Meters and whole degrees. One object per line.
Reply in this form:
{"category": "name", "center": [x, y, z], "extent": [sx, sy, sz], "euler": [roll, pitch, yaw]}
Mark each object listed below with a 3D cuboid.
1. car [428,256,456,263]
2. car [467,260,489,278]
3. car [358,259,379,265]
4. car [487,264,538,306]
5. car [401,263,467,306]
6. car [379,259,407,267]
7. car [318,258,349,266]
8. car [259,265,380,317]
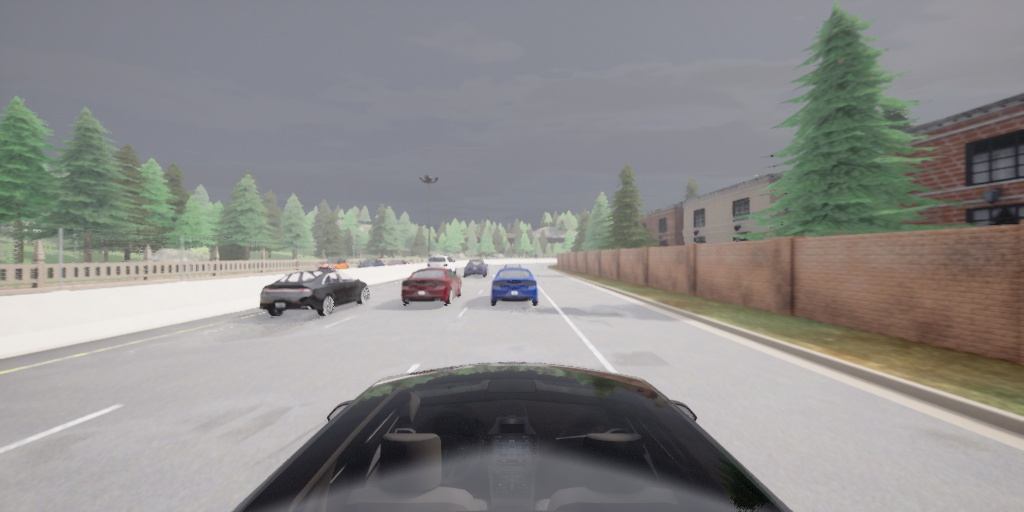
{"category": "car", "center": [-6.906, 1.015, 35.537], "extent": [2.150, 2.045, 5.566], "euler": [0, 0, 0]}
{"category": "car", "center": [-3.406, 1.145, 35.052], "extent": [2.097, 1.767, 4.553], "euler": [0, 0, 0]}
{"category": "car", "center": [-17.587, 1.157, 44.696], "extent": [2.097, 1.767, 4.553], "euler": [0, 0, 0]}
{"category": "car", "center": [0.097, 1.246, 15.983], "extent": [1.882, 1.535, 5.008], "euler": [0, 0, 0]}
{"category": "car", "center": [-3.403, 1.246, 15.981], "extent": [1.882, 1.535, 5.008], "euler": [0, 0, 0]}
{"category": "car", "center": [-14.093, 1.282, 43.815], "extent": [1.882, 1.535, 5.008], "euler": [0, 0, 0]}
{"category": "car", "center": [-21.089, 1.155, 42.382], "extent": [2.097, 1.767, 4.553], "euler": [0, 0, 0]}
{"category": "car", "center": [-6.902, 1.256, 13.112], "extent": [2.128, 1.511, 4.902], "euler": [0, 0, 0]}
